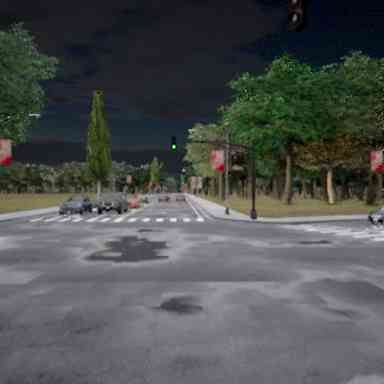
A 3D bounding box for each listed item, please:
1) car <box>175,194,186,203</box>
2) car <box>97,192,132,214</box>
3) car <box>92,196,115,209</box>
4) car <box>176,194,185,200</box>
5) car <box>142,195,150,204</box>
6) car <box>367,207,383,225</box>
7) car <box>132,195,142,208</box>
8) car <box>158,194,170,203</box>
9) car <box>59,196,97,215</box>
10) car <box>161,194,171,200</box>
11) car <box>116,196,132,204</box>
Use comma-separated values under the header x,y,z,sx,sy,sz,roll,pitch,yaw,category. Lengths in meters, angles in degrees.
x,y,z,sx,sy,sz,roll,pitch,yaw,category
-2.127,1.201,63.028,2.128,1.511,4.902,0,0,-2,car
-7.684,1.053,32.779,2.150,2.045,5.566,0,0,-2,car
-11.259,1.286,42.718,1.837,1.490,4.892,0,0,-1,car
-2.478,1.103,73.470,1.895,1.301,4.718,0,0,-2,car
-8.435,1.251,56.616,1.812,1.442,4.674,0,0,-1,car
13.879,1.477,22.117,4.902,1.511,2.128,0,0,-24,car
-8.005,1.139,42.448,2.097,1.767,4.553,0,0,-2,car
-5.375,1.198,62.919,2.128,1.511,4.902,0,0,-2,car
-10.899,1.185,31.567,2.097,1.767,4.553,0,0,-2,car
-5.726,1.100,73.360,1.895,1.301,4.718,0,0,-2,car
-11.710,1.320,57.388,1.895,1.301,4.718,0,0,-2,car
